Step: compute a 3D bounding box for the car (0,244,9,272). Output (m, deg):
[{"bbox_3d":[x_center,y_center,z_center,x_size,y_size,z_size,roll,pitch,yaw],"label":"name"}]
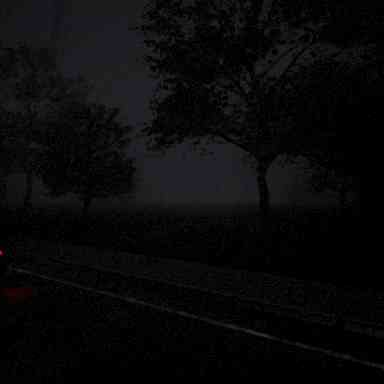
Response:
[{"bbox_3d":[-7.080,1.550,9.053,5.357,1.411,2.033,0,0,36],"label":"car"}]
